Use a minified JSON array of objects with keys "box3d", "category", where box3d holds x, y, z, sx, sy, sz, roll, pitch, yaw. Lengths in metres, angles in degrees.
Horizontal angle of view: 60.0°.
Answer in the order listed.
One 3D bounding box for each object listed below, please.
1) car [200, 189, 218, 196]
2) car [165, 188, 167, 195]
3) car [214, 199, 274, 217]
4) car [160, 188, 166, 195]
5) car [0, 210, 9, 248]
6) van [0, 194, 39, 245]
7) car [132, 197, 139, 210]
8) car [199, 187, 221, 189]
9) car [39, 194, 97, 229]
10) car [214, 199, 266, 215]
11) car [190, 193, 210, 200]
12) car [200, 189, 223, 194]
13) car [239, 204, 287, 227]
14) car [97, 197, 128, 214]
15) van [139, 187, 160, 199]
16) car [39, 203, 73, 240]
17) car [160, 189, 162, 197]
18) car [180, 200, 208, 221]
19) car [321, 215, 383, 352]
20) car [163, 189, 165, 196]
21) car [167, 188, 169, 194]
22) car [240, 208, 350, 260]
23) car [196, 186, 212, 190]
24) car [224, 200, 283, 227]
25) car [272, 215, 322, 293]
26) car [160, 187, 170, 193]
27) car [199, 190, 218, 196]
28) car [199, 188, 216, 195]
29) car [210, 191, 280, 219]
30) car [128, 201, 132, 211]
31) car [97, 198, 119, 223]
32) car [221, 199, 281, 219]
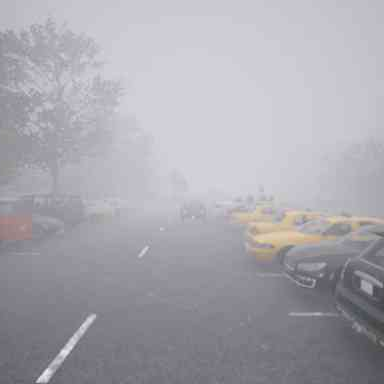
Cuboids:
[{"box3d":[4.313,0.093,84.394,4.553,1.767,2.185,0,2,0],"category":"car"},{"box3d":[-8.989,0.426,75.991,5.366,1.575,1.946,0,1,0],"category":"car"},{"box3d":[4.530,1.391,29.523,5.008,1.535,2.097,0,0,0],"category":"car"},{"box3d":[-8.991,0.474,73.196,5.366,1.575,1.946,0,1,0],"category":"car"},{"box3d":[-8.571,1.437,10.013,4.792,1.488,2.163,0,0,0],"category":"car"},{"box3d":[-8.659,1.174,12.784,4.442,1.987,1.878,0,0,0],"category":"van"},{"box3d":[-8.540,1.387,34.945,5.008,1.535,2.097,0,0,0],"category":"car"},{"box3d":[4.240,0.421,67.676,4.553,1.767,2.185,0,1,0],"category":"car"},{"box3d":[-8.572,1.144,18.448,5.566,2.045,2.435,0,0,0],"category":"car"},{"box3d":[4.564,1.419,32.299,4.792,1.488,2.163,0,0,0],"category":"car"},{"box3d":[0.758,1.323,41.177,1.837,1.490,4.892,0,2,11],"category":"car"},{"box3d":[4.296,0.621,62.108,4.792,1.488,2.163,0,0,0],"category":"car"},{"box3d":[4.723,1.398,12.745,5.366,1.575,1.946,0,0,0],"category":"car"},{"box3d":[-8.515,1.420,29.528,4.792,1.488,2.163,0,0,0],"category":"car"},{"box3d":[-8.686,0.366,62.032,4.442,1.987,1.878,1,1,0],"category":"van"},{"box3d":[-8.514,1.426,15.678,4.792,1.488,2.163,0,0,0],"category":"car"},{"box3d":[-8.814,0.609,64.707,4.674,1.452,2.002,0,0,0],"category":"car"},{"box3d":[0.096,1.513,25.712,1.895,1.301,4.718,0,0,0],"category":"car"},{"box3d":[4.508,1.315,4.544,4.553,1.767,2.185,0,0,0],"category":"car"},{"box3d":[-8.836,0.546,70.404,4.792,1.488,2.163,0,1,0],"category":"car"},{"box3d":[-8.795,0.302,81.436,5.008,1.535,2.097,0,2,0],"category":"car"},{"box3d":[4.353,1.405,10.092,5.366,1.575,1.946,0,0,0],"category":"car"},{"box3d":[4.246,0.227,73.246,5.566,2.045,2.435,0,1,0],"category":"car"},{"box3d":[4.722,1.393,18.418,5.366,1.575,1.946,0,0,0],"category":"car"},{"box3d":[4.545,1.422,7.325,4.892,1.521,2.231,0,0,0],"category":"car"},{"box3d":[-8.792,0.223,84.225,5.008,1.535,2.097,0,2,0],"category":"car"},{"box3d":[4.313,0.159,87.185,4.792,1.488,2.163,0,2,0],"category":"car"},{"box3d":[4.257,-0.198,92.751,4.553,1.767,2.185,0,2,0],"category":"car"},{"box3d":[4.507,1.141,26.747,5.566,2.045,2.435,0,0,0],"category":"car"},{"box3d":[-8.576,1.263,32.173,4.553,1.767,2.185,0,0,0],"category":"car"},{"box3d":[-8.358,1.390,23.987,5.366,1.575,1.946,0,0,0],"category":"car"},{"box3d":[4.530,1.396,21.194,4.892,1.521,2.231,0,0,0],"category":"car"}]
